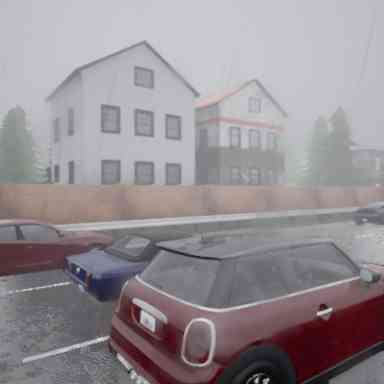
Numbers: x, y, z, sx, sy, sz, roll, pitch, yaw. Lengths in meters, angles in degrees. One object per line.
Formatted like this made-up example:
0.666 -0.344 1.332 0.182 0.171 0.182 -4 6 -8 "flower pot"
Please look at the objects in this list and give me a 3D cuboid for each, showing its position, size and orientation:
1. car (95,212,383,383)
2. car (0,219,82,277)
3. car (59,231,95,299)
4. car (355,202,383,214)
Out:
1.276 1.333 4.658 4.553 1.767 2.097 0 0 -36 "car"
-4.537 1.470 9.110 5.008 1.535 1.882 0 0 -36 "car"
-0.348 1.580 7.798 4.718 1.301 1.895 0 0 -36 "car"
12.157 1.391 21.023 4.892 1.490 1.837 0 0 -36 "car"
